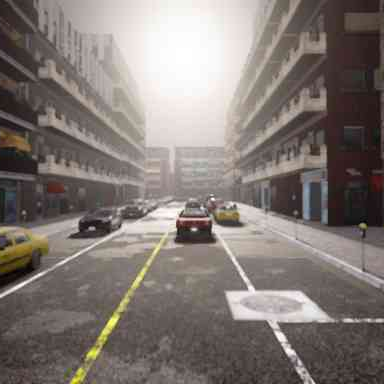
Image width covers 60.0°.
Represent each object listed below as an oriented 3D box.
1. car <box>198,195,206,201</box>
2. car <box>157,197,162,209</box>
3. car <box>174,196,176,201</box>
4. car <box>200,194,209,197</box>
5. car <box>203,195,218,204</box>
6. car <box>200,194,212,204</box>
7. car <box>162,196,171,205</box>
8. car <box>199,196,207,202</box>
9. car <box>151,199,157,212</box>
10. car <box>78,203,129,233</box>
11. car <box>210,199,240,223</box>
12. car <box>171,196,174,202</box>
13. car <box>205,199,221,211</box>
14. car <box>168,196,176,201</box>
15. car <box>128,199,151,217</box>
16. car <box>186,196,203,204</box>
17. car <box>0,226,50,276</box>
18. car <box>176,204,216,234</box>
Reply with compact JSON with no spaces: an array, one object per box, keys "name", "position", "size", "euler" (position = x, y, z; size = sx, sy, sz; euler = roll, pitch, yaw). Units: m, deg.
[{"name":"car","position":[2.657,1.623,86.553],"size":[1.887,1.381,4.507],"euler":[1,0,0]},{"name":"car","position":[-5.265,1.524,41.851],"size":[1.752,1.417,4.829],"euler":[1,0,0]},{"name":"car","position":[-5.213,1.575,75.236],"size":[1.752,1.417,4.829],"euler":[1,0,0]},{"name":"car","position":[2.623,1.319,47.608],"size":[2.192,1.841,5.009],"euler":[1,0,0]},{"name":"car","position":[2.611,1.434,36.479],"size":[1.967,1.590,4.097],"euler":[1,0,0]},{"name":"car","position":[2.639,1.342,64.298],"size":[2.192,1.841,5.009],"euler":[1,0,0]},{"name":"car","position":[-5.255,1.544,58.544],"size":[1.752,1.417,4.829],"euler":[1,0,0]},{"name":"car","position":[2.652,1.629,80.987],"size":[1.947,1.339,4.313],"euler":[1,0,0]},{"name":"car","position":[-5.270,1.520,36.287],"size":[1.752,1.417,4.829],"euler":[1,0,0]},{"name":"car","position":[-5.286,1.557,19.765],"size":[1.947,1.339,4.313],"euler":[1,0,0]},{"name":"car","position":[2.600,1.515,25.522],"size":[1.752,1.417,4.829],"euler":[1,0,0]},{"name":"car","position":[-5.228,1.563,69.672],"size":[1.752,1.417,4.829],"euler":[1,0,0]},{"name":"car","position":[2.615,1.580,42.042],"size":[1.802,1.307,4.206],"euler":[1,0,0]},{"name":"car","position":[-5.190,1.645,86.535],"size":[1.947,1.339,4.313],"euler":[1,0,0]},{"name":"car","position":[-5.274,1.433,30.894],"size":[1.967,1.590,4.097],"euler":[1,0,0]},{"name":"car","position":[0.141,1.562,41.936],"size":[1.994,1.385,4.181],"euler":[0,0,0]},{"name":"car","position":[-5.296,1.521,8.467],"size":[1.752,1.417,4.829],"euler":[1,0,0]},{"name":"car","position":[0.117,1.591,18.929],"size":[1.895,1.301,4.718],"euler":[0,0,0]}]
